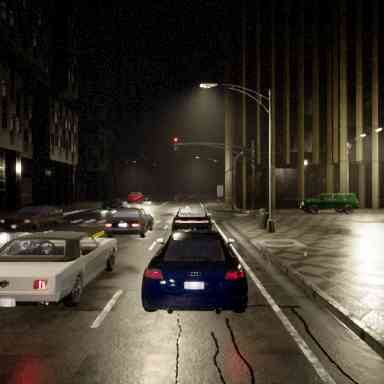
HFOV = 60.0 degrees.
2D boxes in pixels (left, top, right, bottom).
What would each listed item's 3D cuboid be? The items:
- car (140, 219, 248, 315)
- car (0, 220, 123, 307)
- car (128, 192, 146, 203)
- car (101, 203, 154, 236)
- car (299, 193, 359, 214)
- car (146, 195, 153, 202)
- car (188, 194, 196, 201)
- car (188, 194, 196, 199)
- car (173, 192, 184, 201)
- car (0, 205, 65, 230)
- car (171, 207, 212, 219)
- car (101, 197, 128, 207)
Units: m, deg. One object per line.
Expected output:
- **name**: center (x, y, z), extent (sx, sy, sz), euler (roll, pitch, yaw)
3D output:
- **car**: center (0.083, 1.561, 7.682), extent (1.994, 1.385, 4.181), euler (0, 0, 1)
- **car**: center (-3.151, 1.597, 7.902), extent (1.895, 1.301, 4.718), euler (0, 0, 0)
- **car**: center (-9.853, 1.097, 57.830), extent (2.150, 2.045, 5.566), euler (0, 0, 0)
- **car**: center (-3.158, 1.533, 17.493), extent (2.033, 1.411, 5.357), euler (0, 0, 0)
- **car**: center (13.556, 1.113, 33.029), extent (5.566, 2.045, 2.150), euler (0, 0, 2)
- **car**: center (-9.777, 1.342, 73.261), extent (2.128, 1.511, 4.902), euler (0, 0, 0)
- **car**: center (-0.027, 1.342, 75.033), extent (2.033, 1.411, 5.357), euler (0, 0, 0)
- **car**: center (-0.031, 1.199, 85.485), extent (1.895, 1.301, 4.718), euler (0, 0, 0)
- **car**: center (-3.277, 1.302, 75.033), extent (1.837, 1.490, 4.892), euler (0, 0, 0)
- **car**: center (-9.859, 1.527, 21.058), extent (2.033, 1.411, 5.357), euler (0, 0, 0)
- **car**: center (-0.007, 1.478, 16.556), extent (2.128, 1.511, 4.902), euler (0, 0, 0)
- **car**: center (-9.864, 1.479, 41.700), extent (2.033, 1.411, 5.357), euler (0, 0, 0)
